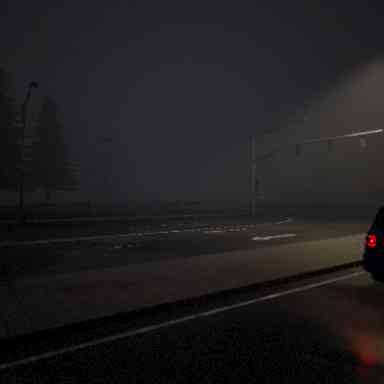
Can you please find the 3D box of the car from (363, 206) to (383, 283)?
[{"bbox_3d":[6.627,1.283,8.512,5.566,2.045,2.150,0,0,-35],"label":"car"}]
